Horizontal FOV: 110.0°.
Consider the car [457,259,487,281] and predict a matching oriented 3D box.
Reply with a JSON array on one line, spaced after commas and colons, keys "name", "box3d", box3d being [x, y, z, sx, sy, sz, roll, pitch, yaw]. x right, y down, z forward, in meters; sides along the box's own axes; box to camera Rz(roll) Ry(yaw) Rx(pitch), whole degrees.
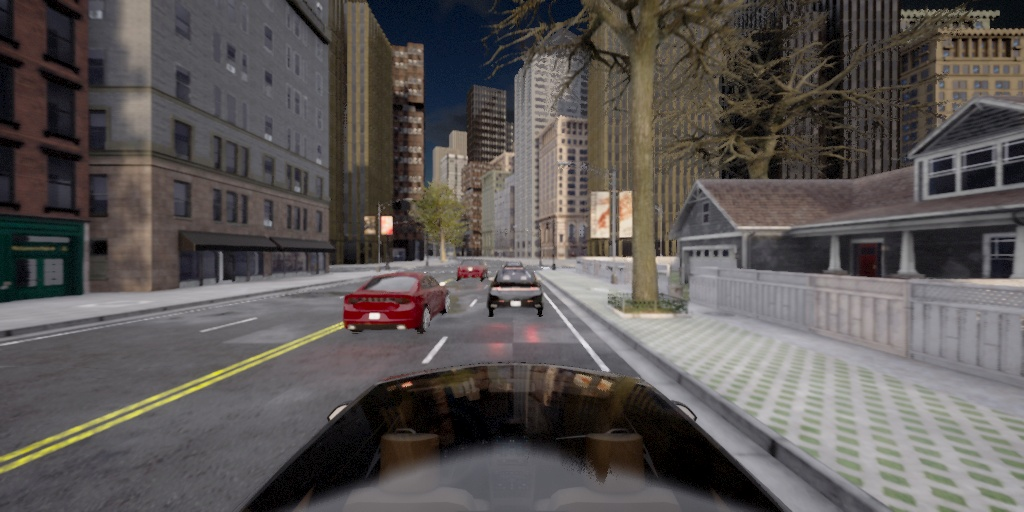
[{"name": "car", "box3d": [-3.102, 1.006, 28.711, 2.097, 1.767, 4.553, 0, 0, 0]}]

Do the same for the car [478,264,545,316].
[{"name": "car", "box3d": [0.121, 1.207, 13.206, 2.128, 1.511, 4.902, 0, 0, 0]}]

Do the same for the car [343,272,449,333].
[{"name": "car", "box3d": [-3.133, 1.201, 10.657, 1.882, 1.535, 5.008, 0, 0, 0]}]

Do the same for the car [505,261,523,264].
[{"name": "car", "box3d": [0.150, 1.142, 29.569, 2.128, 1.511, 4.902, 0, 0, 0]}]
